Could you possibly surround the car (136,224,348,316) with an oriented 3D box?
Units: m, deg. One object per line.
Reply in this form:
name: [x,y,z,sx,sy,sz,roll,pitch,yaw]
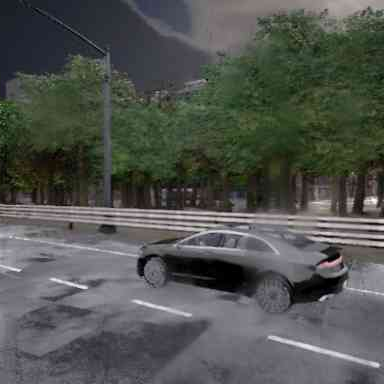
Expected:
car: [0.851,1.492,7.563,4.902,1.511,2.128,0,0,36]
